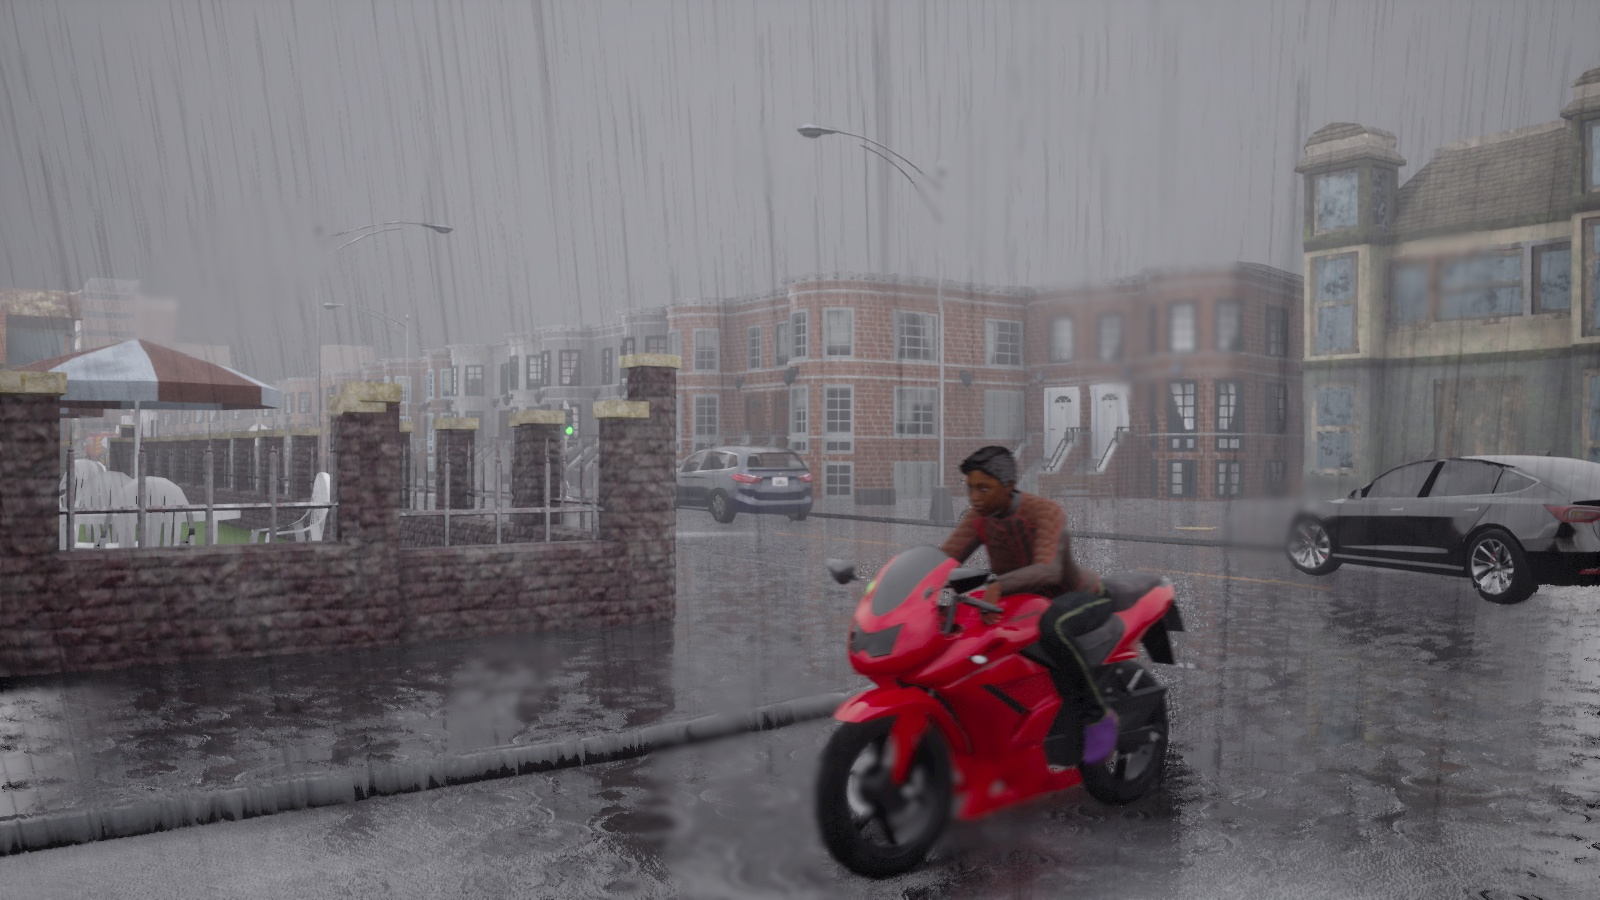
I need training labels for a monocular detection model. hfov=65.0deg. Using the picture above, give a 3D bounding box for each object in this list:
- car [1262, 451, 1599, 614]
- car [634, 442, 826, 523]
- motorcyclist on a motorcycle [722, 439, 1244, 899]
[{"bbox_3d":[7.538,0.764,14.086,2.163,1.488,4.792,0,0,-12],"label":"car"},{"bbox_3d":[-1.677,0.662,28.392,2.242,1.667,4.611,0,0,-35],"label":"car"},{"bbox_3d":[0.770,0.737,4.790,2.044,1.523,0.797,0,-1,-41],"label":"motorcyclist on a motorcycle"}]
